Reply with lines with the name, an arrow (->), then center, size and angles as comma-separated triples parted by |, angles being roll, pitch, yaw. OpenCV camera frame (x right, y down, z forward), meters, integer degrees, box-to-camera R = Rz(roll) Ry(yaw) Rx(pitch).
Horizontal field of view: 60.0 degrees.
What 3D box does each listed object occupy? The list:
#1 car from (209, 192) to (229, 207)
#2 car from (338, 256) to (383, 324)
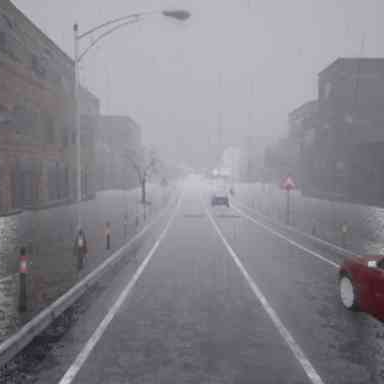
car -> 3.074, 0.788, 38.006 | 1.882, 1.535, 5.008 | 0, 3, 0
car -> 3.897, 1.503, 4.813 | 1.882, 1.535, 5.008 | 0, 0, 0
